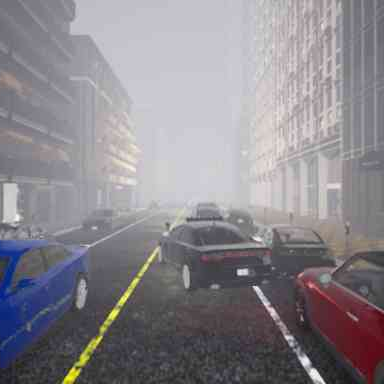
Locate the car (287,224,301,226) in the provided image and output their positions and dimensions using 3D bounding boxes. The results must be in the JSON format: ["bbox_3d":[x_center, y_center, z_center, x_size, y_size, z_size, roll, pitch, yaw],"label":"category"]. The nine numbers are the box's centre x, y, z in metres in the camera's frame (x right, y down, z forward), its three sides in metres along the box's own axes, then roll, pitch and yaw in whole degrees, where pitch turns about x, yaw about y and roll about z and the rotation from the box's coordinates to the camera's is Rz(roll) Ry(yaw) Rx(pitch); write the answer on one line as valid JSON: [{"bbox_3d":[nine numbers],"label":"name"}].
[{"bbox_3d":[2.744,1.620,9.921,2.008,1.369,4.403,0,0,0],"label":"car"}]

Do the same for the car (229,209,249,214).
[{"bbox_3d":[2.810,1.715,21.217,1.947,1.339,4.313,0,0,0],"label":"car"}]

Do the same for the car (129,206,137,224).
[{"bbox_3d":[-5.539,1.713,26.745,1.752,1.417,4.829,0,0,0],"label":"car"}]

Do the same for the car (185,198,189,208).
[{"bbox_3d":[0.291,1.865,47.075,1.812,1.442,4.674,0,0,1],"label":"car"}]

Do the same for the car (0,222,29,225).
[{"bbox_3d":[-5.636,1.619,9.969,2.008,1.369,4.403,0,0,0],"label":"car"}]

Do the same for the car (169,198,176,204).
[{"bbox_3d":[-5.209,2.171,83.397,2.008,1.369,4.403,0,0,0],"label":"car"}]

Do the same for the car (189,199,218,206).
[{"bbox_3d":[1.045,1.531,25.412,2.097,1.767,4.553,0,0,0],"label":"car"}]

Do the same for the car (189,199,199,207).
[{"bbox_3d":[0.352,1.970,60.851,1.812,1.442,4.674,0,0,0],"label":"car"}]

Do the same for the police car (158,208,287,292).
[{"bbox_3d":[0.299,1.491,9.433,1.930,1.638,5.238,0,0,-17],"label":"police car"}]

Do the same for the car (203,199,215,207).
[{"bbox_3d":[3.040,1.995,60.755,2.008,1.369,4.403,0,0,0],"label":"car"}]

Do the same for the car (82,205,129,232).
[{"bbox_3d":[-5.571,1.714,21.265,1.947,1.339,4.313,0,0,0],"label":"car"}]

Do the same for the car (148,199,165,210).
[{"bbox_3d":[-5.406,1.797,49.508,1.967,1.590,4.097,0,0,0],"label":"car"}]

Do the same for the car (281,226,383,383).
[{"bbox_3d":[2.711,1.471,4.272,1.967,1.590,4.097,0,0,0],"label":"car"}]

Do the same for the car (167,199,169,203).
[{"bbox_3d":[-5.373,1.982,55.155,1.802,1.307,4.206,0,0,0],"label":"car"}]

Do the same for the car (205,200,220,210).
[{"bbox_3d":[2.975,1.903,49.458,1.887,1.381,4.507,0,0,0],"label":"car"}]

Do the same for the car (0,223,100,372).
[{"bbox_3d":[-3.073,1.512,4.968,1.882,1.535,5.008,0,0,0],"label":"car"}]

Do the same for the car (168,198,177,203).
[{"bbox_3d":[-5.175,2.217,89.045,2.008,1.369,4.403,0,0,0],"label":"car"}]

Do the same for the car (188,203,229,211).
[{"bbox_3d":[0.891,1.642,19.461,1.837,1.490,4.892,0,0,2],"label":"car"}]
